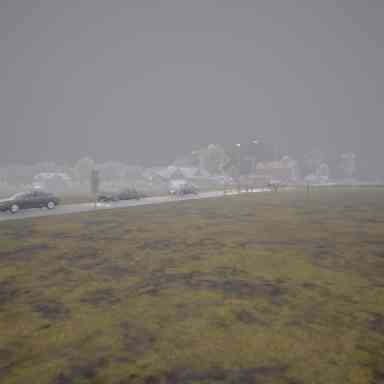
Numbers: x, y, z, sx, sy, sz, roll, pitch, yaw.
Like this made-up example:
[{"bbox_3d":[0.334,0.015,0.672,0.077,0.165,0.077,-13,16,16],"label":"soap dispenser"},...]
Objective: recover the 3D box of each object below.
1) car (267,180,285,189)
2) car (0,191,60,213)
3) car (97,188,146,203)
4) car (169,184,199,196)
[{"bbox_3d":[15.156,-1.341,59.844,1.882,1.535,5.008,1,3,36],"label":"car"},{"bbox_3d":[-12.936,0.723,26.244,1.837,1.490,4.892,1,3,36],"label":"car"},{"bbox_3d":[-7.118,0.278,34.231,2.033,1.411,5.357,1,3,36],"label":"car"},{"bbox_3d":[-1.003,-0.281,42.626,2.128,1.511,4.902,1,3,36],"label":"car"}]
